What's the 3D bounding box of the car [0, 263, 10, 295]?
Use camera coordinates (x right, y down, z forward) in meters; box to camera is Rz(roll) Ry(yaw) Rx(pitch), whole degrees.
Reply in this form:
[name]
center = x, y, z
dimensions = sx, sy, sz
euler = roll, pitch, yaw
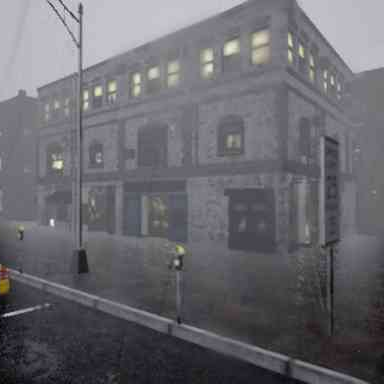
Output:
[car]
center = -5.864, 1.587, 7.517
dimensions = 4.829, 1.417, 1.752
euler = 0, -1, 38
